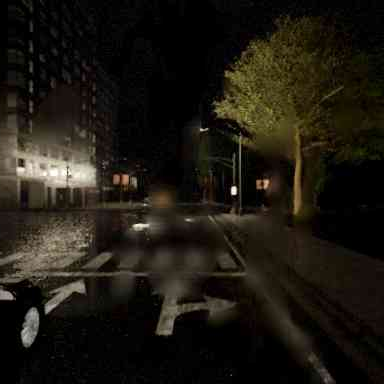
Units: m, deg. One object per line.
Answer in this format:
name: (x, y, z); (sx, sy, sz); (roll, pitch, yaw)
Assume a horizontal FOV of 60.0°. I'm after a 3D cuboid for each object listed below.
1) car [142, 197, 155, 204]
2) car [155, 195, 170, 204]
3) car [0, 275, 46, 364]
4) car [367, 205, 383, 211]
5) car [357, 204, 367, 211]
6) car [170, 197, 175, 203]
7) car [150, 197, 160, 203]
car: (-9.713, 1.897, 72.846); (1.994, 1.385, 4.181); (0, -1, 0)
car: (-6.463, 1.823, 72.915); (1.882, 1.535, 5.008); (0, -1, 0)
car: (-3.148, 1.499, 3.183); (1.837, 1.490, 4.892); (0, 0, 0)
car: (43.681, 3.767, 78.361); (1.837, 1.490, 4.892); (0, -3, 45)
car: (41.650, 3.789, 80.926); (1.837, 1.490, 4.892); (0, -3, 45)
car: (-6.455, 2.083, 88.353); (2.033, 1.411, 5.357); (0, -1, 0)
car: (-9.706, 2.088, 87.729); (1.994, 1.385, 4.181); (0, -1, 0)
